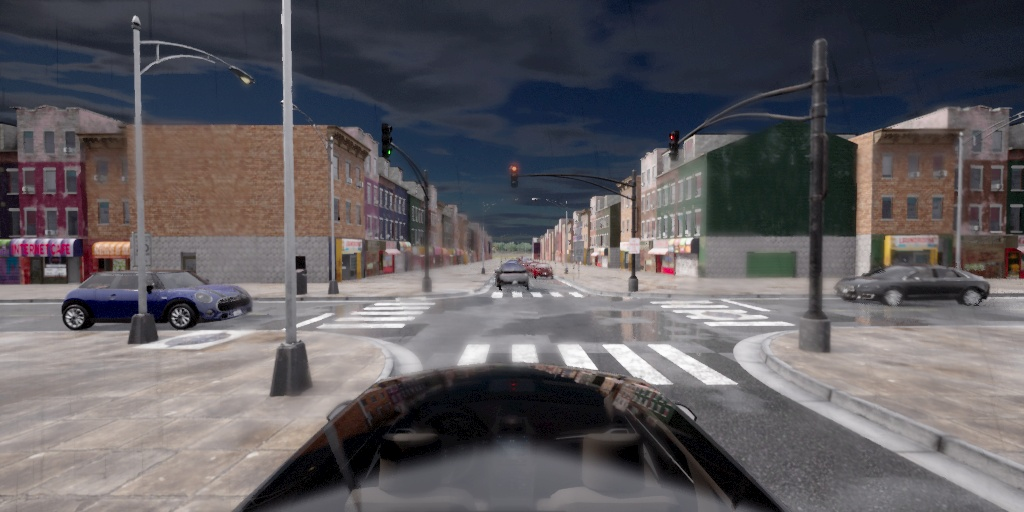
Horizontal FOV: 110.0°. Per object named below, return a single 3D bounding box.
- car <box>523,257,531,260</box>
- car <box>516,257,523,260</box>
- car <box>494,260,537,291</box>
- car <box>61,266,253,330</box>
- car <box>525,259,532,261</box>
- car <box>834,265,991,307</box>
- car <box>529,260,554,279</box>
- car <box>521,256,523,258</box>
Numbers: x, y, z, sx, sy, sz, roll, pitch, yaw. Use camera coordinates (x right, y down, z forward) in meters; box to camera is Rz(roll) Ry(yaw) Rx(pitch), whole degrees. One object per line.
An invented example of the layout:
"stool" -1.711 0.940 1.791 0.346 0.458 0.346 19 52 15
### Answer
"car" 2.746 1.283 53.770 1.888 1.381 4.507 0 0 0
"car" 0.193 1.264 47.761 1.812 1.442 4.674 0 0 0
"car" -0.030 1.234 21.967 2.128 1.511 4.902 0 0 -4
"car" -10.791 1.201 11.170 4.553 1.767 2.097 0 1 0
"car" 2.723 1.321 42.705 1.802 1.307 4.207 0 0 0
"car" 15.518 1.125 14.060 4.892 1.490 1.837 0 1 0
"car" 2.700 1.286 31.640 1.888 1.381 4.507 0 0 0
"car" 2.758 1.177 59.303 1.967 1.591 4.097 0 0 0
